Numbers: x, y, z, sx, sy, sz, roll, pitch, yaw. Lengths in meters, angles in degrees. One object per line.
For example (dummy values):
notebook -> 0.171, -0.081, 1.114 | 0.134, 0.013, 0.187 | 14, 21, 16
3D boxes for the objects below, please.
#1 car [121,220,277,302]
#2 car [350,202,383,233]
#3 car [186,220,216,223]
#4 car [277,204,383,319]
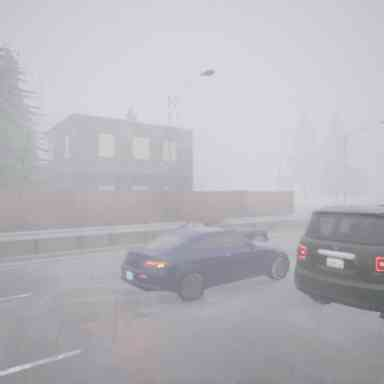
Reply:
car -> 0.516, 1.625, 8.499 | 4.674, 1.442, 1.812 | 0, -1, -37
car -> 12.590, 1.552, 21.870 | 4.553, 1.767, 2.097 | 0, -1, -37
car -> 0.928, 1.752, 13.173 | 4.718, 1.301, 1.895 | 0, -1, -37
car -> 4.553, 1.288, 7.151 | 5.566, 2.045, 2.150 | 0, -1, -36
